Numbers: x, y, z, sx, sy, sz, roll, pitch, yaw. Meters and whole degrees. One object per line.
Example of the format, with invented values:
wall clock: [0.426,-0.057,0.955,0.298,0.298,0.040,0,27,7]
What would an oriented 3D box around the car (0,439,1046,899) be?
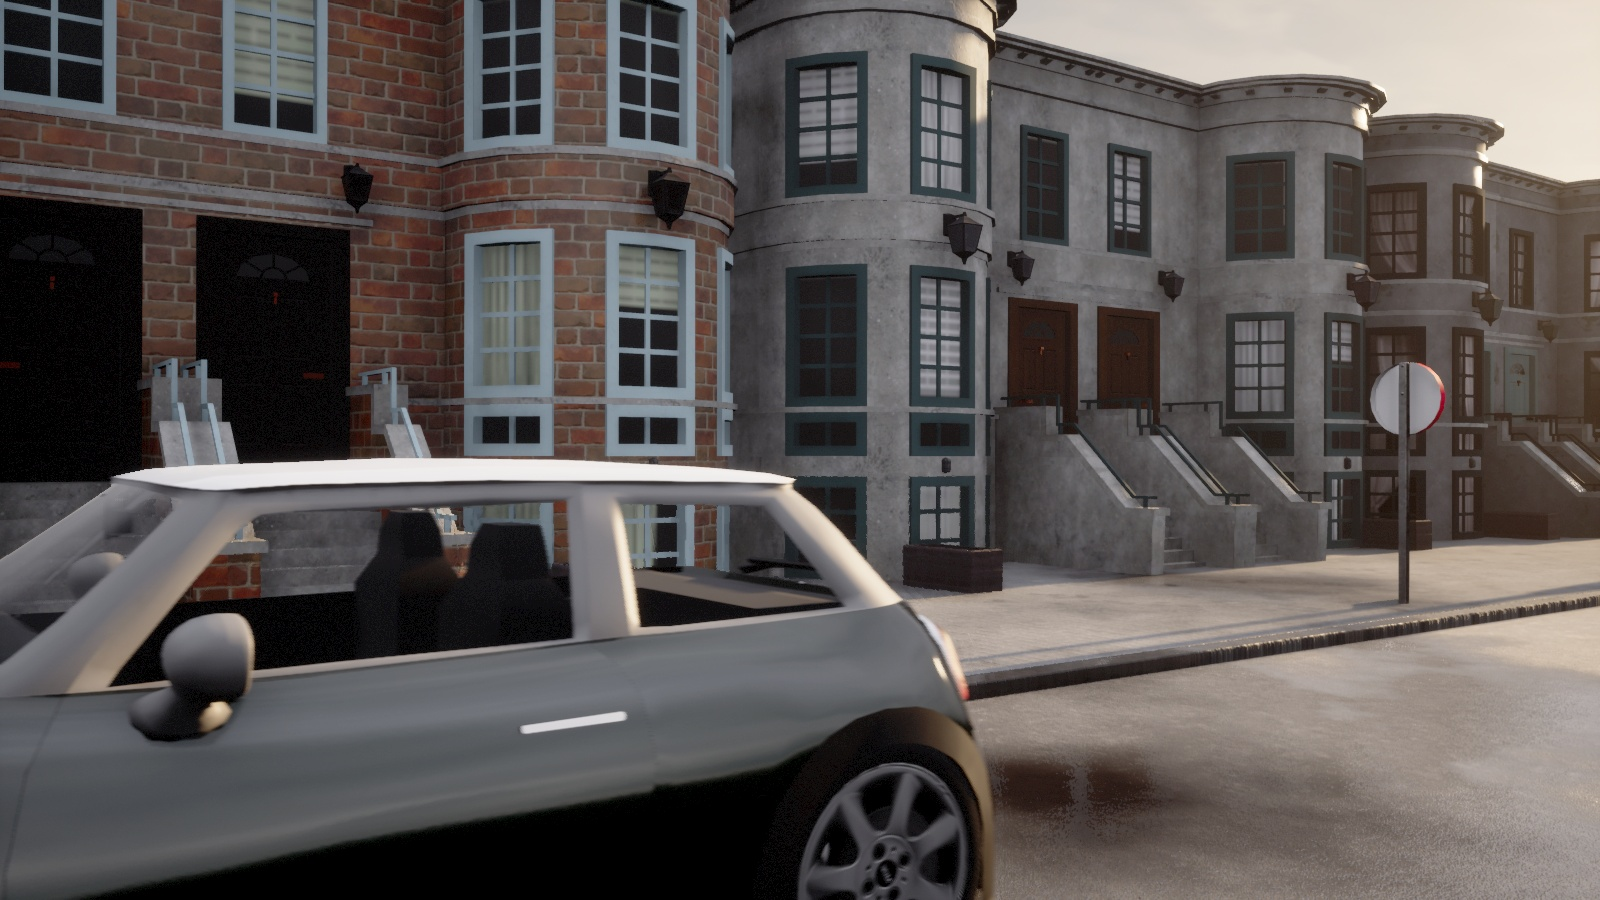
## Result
car: [-1.429,0.721,3.265,3.806,1.475,1.970,0,0,-35]
